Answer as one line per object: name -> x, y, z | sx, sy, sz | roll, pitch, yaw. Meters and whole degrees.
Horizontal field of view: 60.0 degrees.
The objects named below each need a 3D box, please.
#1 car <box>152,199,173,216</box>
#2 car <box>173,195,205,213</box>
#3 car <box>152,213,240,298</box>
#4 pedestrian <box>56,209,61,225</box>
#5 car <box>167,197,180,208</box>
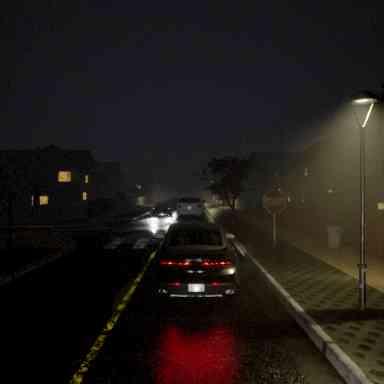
car -> -2.914, 1.682, 33.795 | 1.895, 1.301, 4.718 | 0, 0, 0
car -> -0.078, 1.292, 28.769 | 2.150, 2.045, 5.566 | 1, 0, 3
car -> 0.083, 1.517, 8.550 | 1.837, 1.490, 4.892 | 0, 0, 0
pedestrian -> -9.959, 1.476, 24.861 | 0.375, 1.860, 0.375 | 0, -2, 5
car -> -2.945, 1.650, 53.915 | 1.882, 1.535, 5.008 | 0, 0, 0
